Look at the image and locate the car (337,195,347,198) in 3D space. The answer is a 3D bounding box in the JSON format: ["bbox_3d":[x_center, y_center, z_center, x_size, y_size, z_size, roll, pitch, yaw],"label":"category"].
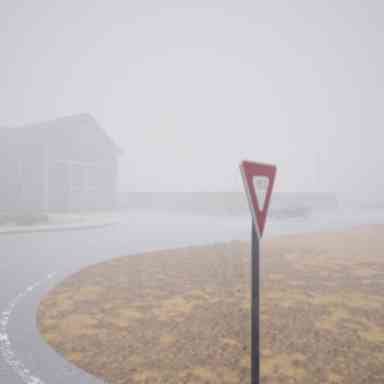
[{"bbox_3d":[36.947,1.598,81.933,2.242,1.667,4.611,0,0,35],"label":"car"}]

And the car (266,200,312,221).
[{"bbox_3d":[7.533,1.436,26.497,5.008,1.535,1.882,0,0,-36],"label":"car"}]
